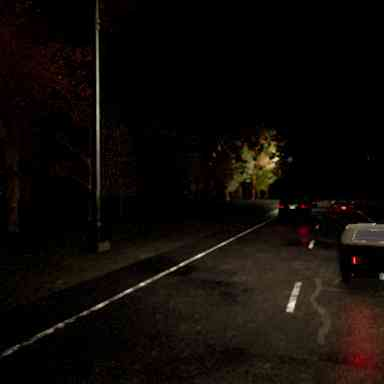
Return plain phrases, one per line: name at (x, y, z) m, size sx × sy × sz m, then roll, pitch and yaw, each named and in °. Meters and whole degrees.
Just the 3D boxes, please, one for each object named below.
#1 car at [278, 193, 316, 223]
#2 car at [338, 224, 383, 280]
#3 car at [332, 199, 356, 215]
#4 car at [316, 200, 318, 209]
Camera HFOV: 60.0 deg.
car at (7.823, 1.117, 24.958) m, size 2.150 × 2.045 × 5.566 m, roll 0°, pitch 0°, yaw 23°
car at (5.106, 1.548, 9.291) m, size 1.895 × 1.301 × 4.718 m, roll 0°, pitch 0°, yaw 23°
car at (14.476, 1.397, 31.842) m, size 1.994 × 1.385 × 4.181 m, roll 0°, pitch 0°, yaw 23°
car at (14.577, 1.357, 41.201) m, size 2.033 × 1.411 × 5.357 m, roll 0°, pitch 0°, yaw 23°
